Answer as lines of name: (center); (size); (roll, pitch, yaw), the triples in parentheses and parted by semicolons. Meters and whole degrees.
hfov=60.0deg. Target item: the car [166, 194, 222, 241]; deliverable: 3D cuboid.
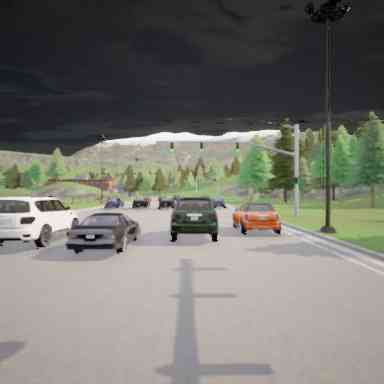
car: (0.103, 1.215, 16.818); (2.150, 2.045, 5.566); (0, 0, 0)

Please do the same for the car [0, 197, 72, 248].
car: (-6.897, 1.215, 14.817); (2.150, 2.045, 5.566); (0, 0, 0)

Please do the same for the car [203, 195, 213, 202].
car: (3.506, 1.508, 75.549); (2.033, 1.411, 5.357); (0, 0, 0)

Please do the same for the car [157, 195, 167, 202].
car: (-6.994, 1.492, 77.415); (1.812, 1.442, 4.674); (0, 0, 0)

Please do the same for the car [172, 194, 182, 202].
car: (-3.494, 1.323, 76.978); (2.097, 1.767, 4.553); (0, 0, 0)

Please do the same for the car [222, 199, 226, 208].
car: (3.605, 1.506, 47.002); (1.812, 1.442, 4.674); (0, 0, 0)

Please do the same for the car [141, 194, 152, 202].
car: (-10.494, 1.323, 76.815); (2.097, 1.767, 4.553); (0, 0, 0)

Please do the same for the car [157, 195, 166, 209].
car: (-3.395, 1.458, 45.312); (1.882, 1.535, 5.008); (0, 0, 0)

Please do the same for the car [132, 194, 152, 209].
car: (-6.894, 1.458, 45.549); (1.882, 1.535, 5.008); (0, 0, 0)

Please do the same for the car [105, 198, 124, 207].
car: (-10.395, 1.507, 44.803); (1.812, 1.442, 4.674); (0, 0, 0)

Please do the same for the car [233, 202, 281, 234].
car: (3.603, 1.344, 19.220); (2.097, 1.767, 4.553); (0, 0, 0)

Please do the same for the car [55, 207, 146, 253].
car: (-3.397, 1.542, 13.629); (2.033, 1.411, 5.357); (0, 0, 0)

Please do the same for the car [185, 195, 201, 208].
car: (0.106, 1.332, 47.338); (2.097, 1.767, 4.553); (0, 0, 0)
